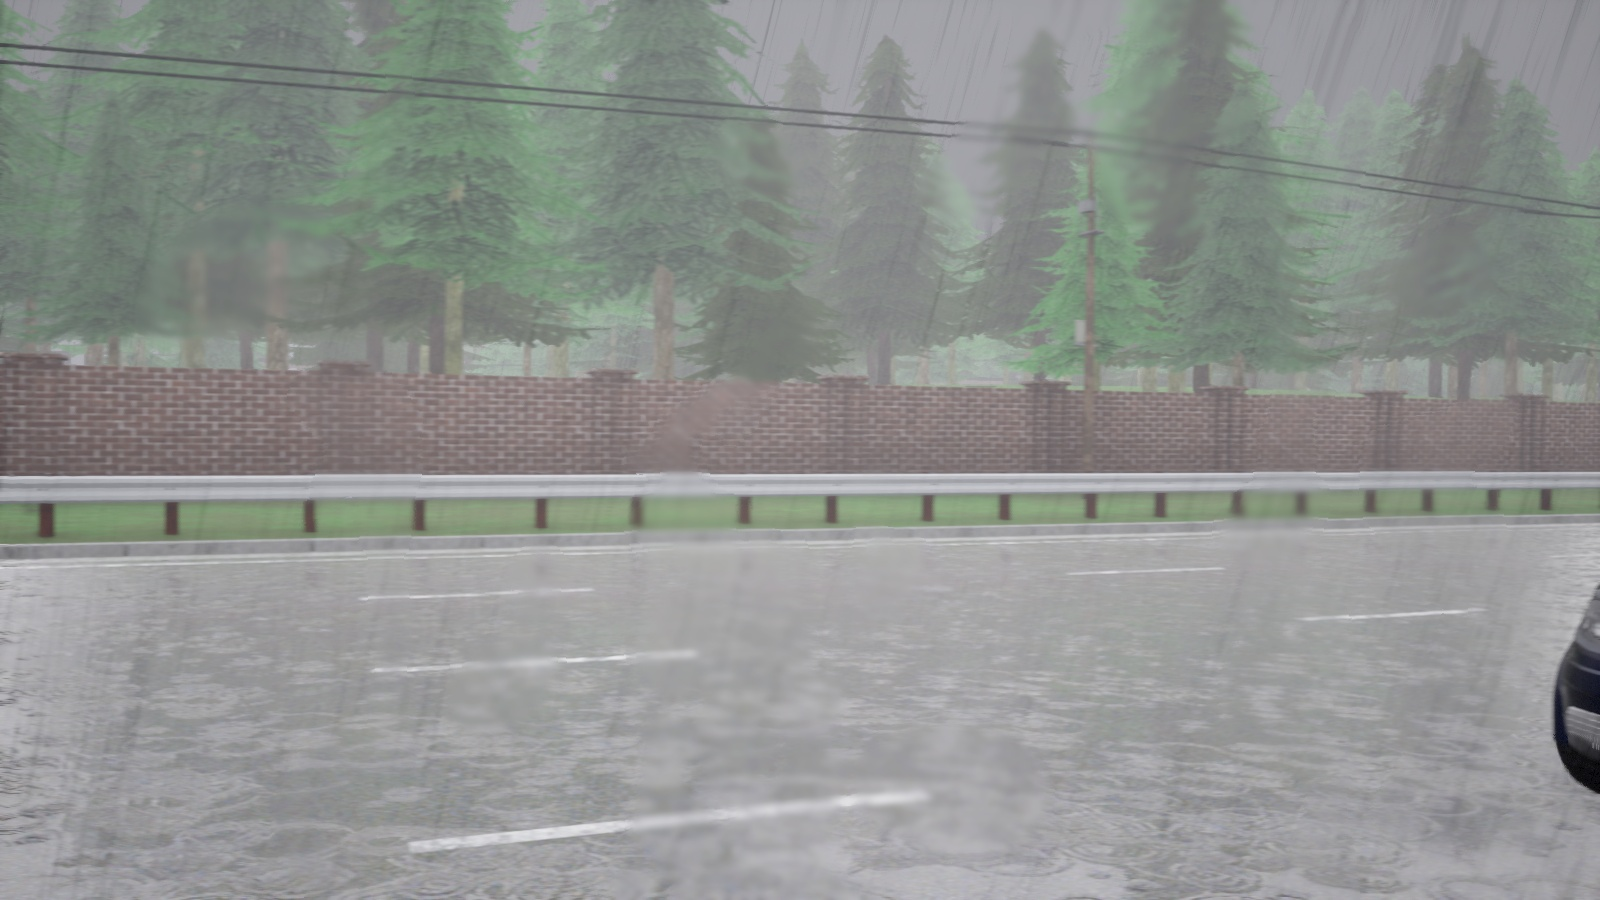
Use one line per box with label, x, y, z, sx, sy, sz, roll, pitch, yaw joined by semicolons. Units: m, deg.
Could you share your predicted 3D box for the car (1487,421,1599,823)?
car;4.945;0.640;5.116;3.705;1.549;1.789;-1;1;-21
